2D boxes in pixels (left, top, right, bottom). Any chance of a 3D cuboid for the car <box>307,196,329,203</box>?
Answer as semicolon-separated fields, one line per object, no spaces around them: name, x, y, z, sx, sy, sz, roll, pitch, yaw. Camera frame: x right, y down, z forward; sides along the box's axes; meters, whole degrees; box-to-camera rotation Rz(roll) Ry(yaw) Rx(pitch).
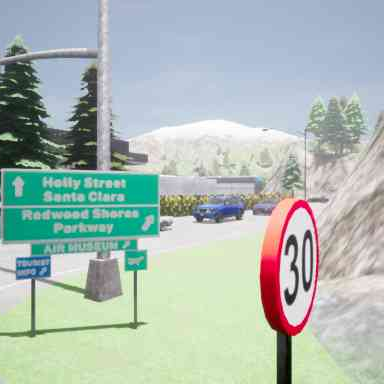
car;28.278;1.717;74.712;2.128;1.511;4.902;0;0;-42

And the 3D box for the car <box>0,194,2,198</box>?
car;-38.765;1.489;69.883;4.514;1.523;2.007;0;0;35

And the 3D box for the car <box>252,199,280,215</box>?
car;8.316;1.544;36.049;2.097;1.767;4.553;0;0;36

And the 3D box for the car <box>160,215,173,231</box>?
car;-3.277;1.792;20.032;1.895;1.301;4.718;0;0;36

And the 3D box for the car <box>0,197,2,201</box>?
car;-12.436;1.505;26.016;1.905;1.878;3.866;0;0;35

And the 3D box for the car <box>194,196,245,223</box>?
car;2.405;1.413;27.890;2.150;2.045;5.566;0;0;36
